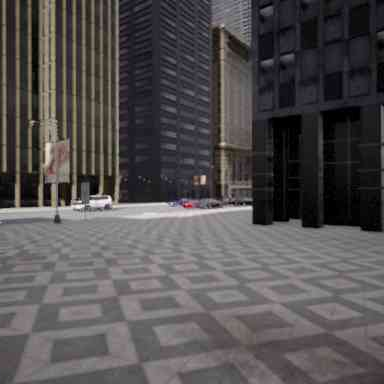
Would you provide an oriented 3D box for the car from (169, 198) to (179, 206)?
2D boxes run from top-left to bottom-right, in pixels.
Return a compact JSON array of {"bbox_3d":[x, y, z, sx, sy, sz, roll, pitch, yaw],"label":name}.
[{"bbox_3d":[-2.095,1.821,58.482,1.812,1.442,4.674,0,0,36],"label":"car"}]

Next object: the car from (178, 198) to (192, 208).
[{"bbox_3d":[0.357,1.785,50.656,1.994,1.385,4.181,0,0,36],"label":"car"}]

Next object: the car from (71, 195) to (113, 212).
[{"bbox_3d":[-12.950,1.449,43.529,2.150,2.045,5.566,0,0,36],"label":"car"}]

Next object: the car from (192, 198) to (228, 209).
[{"bbox_3d":[2.714,1.699,48.380,2.128,1.511,4.902,0,0,36],"label":"car"}]

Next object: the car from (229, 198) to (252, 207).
[{"bbox_3d":[8.741,1.700,56.861,1.882,1.535,5.008,0,0,36],"label":"car"}]
